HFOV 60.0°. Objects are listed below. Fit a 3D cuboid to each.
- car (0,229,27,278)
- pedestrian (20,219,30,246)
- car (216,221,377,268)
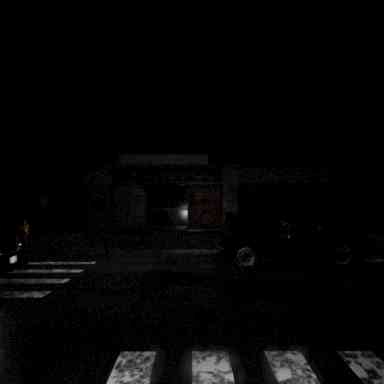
[{"bbox_3d":[-6.947,1.257,7.796,5.566,2.045,2.150,-1,-1,0],"label":"car"},{"bbox_3d":[-6.844,1.668,13.648,0.500,1.100,0.500,0,-1,0],"label":"pedestrian"},{"bbox_3d":[3.132,1.595,10.713,4.718,1.301,1.895,-1,-1,0],"label":"car"}]
